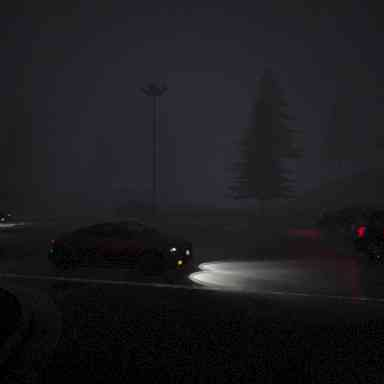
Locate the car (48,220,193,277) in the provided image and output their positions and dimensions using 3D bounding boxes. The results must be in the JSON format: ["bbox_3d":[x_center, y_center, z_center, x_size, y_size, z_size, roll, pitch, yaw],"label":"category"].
[{"bbox_3d":[-2.079,1.564,10.004,4.181,1.385,1.994,0,0,13],"label":"car"}]

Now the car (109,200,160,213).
[{"bbox_3d":[-6.200,1.545,36.254,5.357,1.411,2.033,0,0,-34],"label":"car"}]

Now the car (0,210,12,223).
[{"bbox_3d":[-15.812,1.548,23.967,5.357,1.411,2.033,0,0,13],"label":"car"}]

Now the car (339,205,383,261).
[{"bbox_3d":[7.775,1.348,11.311,4.553,1.767,2.097,0,0,13],"label":"car"}]

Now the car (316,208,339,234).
[{"bbox_3d":[9.428,1.474,18.115,5.008,1.535,1.882,0,0,13],"label":"car"}]
